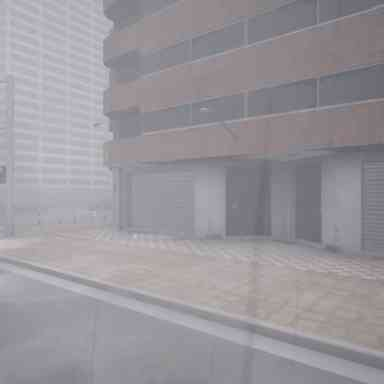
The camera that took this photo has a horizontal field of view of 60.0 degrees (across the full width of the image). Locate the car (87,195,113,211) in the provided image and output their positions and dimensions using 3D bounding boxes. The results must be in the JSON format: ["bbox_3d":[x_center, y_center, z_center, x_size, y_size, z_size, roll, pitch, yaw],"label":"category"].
[{"bbox_3d":[-10.518,1.505,40.963,1.837,1.490,4.892,0,0,37],"label":"car"}]

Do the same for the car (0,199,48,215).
[{"bbox_3d":[-16.770,1.505,32.710,1.837,1.490,4.892,0,0,37],"label":"car"}]
